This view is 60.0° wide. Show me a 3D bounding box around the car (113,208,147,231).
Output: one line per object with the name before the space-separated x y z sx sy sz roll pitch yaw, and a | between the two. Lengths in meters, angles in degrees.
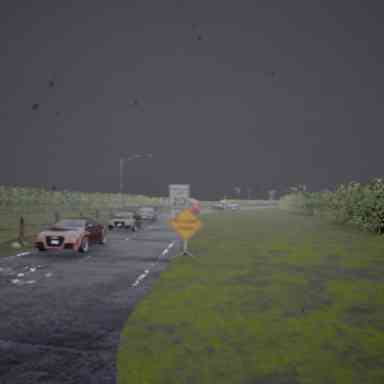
car | -4.994 2.156 25.232 1.994 1.385 4.181 1 -1 2

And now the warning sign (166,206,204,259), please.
warning sign | -0.233 1.479 12.525 1.300 1.860 1.060 1 -1 3

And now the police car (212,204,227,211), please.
police car | 6.367 3.665 81.298 1.930 1.638 5.238 1 -1 18

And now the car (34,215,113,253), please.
car | -5.431 1.892 15.406 1.994 1.385 4.181 1 -1 3

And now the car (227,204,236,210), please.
car | 9.766 4.026 90.417 1.837 1.490 4.892 1 -1 22

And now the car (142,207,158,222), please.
car | -4.717 2.365 35.438 1.837 1.490 4.892 1 -1 1

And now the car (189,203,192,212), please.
car | -1.428 2.653 44.821 1.882 1.535 5.008 1 -1 4

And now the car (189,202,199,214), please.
car | -0.079 2.746 57.333 2.150 2.045 5.566 1 -1 9
